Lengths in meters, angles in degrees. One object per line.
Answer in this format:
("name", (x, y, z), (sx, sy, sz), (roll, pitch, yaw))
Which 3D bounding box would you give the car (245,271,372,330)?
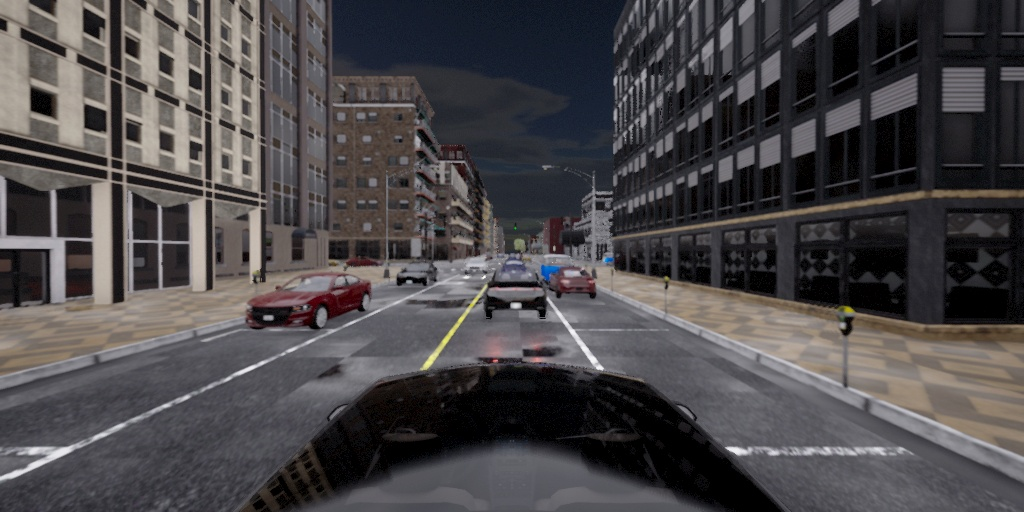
("car", (-5.682, 1.166, 10.617), (1.888, 1.381, 4.507), (0, 0, 0))

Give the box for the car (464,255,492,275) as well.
("car", (-3.012, 0.852, 31.333), (1.812, 1.442, 4.674), (0, 1, 1))

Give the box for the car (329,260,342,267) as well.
("car", (-22.921, 0.624, 42.775), (4.829, 1.417, 1.751), (0, 0, 0))

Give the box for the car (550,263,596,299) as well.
("car", (2.671, 1.122, 16.271), (1.802, 1.307, 4.207), (0, 0, 0))

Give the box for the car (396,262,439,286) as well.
("car", (-5.671, 1.024, 21.993), (1.948, 1.339, 4.313), (0, 0, 0))

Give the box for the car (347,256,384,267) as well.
("car", (-17.428, 0.692, 42.783), (4.207, 1.307, 1.802), (0, 0, 0))

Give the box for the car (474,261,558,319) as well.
("car", (0.110, 1.091, 12.094), (2.128, 1.511, 4.902), (0, 1, 0))

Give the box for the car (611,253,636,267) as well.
("car", (14.959, 0.516, 42.831), (5.009, 1.841, 2.192), (0, 0, 0))

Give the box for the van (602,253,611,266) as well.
("van", (14.944, 0.463, 51.210), (3.998, 1.789, 1.690), (0, 0, 0))

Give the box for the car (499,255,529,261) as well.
("car", (0.125, 0.907, 27.469), (1.812, 1.442, 4.674), (0, 1, 0))

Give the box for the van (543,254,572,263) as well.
("van", (2.676, 0.800, 21.960), (1.690, 1.789, 3.998), (0, 0, 0))
